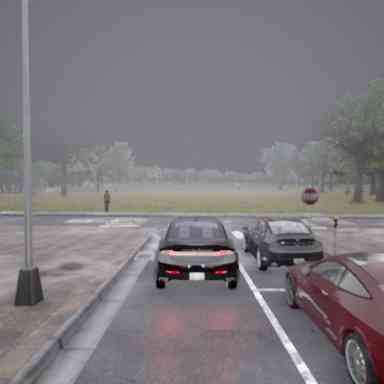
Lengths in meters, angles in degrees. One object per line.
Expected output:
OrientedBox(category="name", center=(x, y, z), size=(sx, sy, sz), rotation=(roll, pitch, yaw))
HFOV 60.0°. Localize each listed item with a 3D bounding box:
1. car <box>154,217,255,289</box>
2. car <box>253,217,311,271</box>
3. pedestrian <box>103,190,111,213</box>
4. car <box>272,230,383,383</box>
OrientedBox(category="car", center=(0.109, 1.403, 8.887), size=(2.128, 1.511, 4.902), rotation=(0, 1, 0))
OrientedBox(category="car", center=(2.644, 1.447, 10.411), size=(2.008, 1.369, 4.403), rotation=(-1, 1, 0))
OrientedBox(category="pedestrian", center=(-6.823, 0.750, 26.606), size=(0.375, 1.860, 0.375), rotation=(0, 1, 0))
OrientedBox(category="car", center=(2.633, 1.533, 4.879), size=(1.802, 1.307, 4.206), rotation=(-1, 1, 0))
